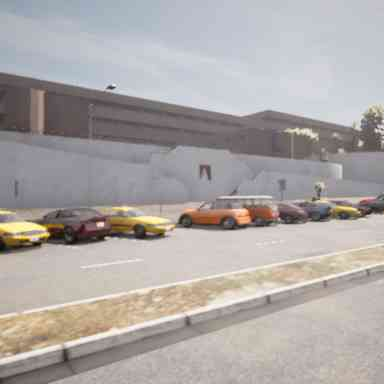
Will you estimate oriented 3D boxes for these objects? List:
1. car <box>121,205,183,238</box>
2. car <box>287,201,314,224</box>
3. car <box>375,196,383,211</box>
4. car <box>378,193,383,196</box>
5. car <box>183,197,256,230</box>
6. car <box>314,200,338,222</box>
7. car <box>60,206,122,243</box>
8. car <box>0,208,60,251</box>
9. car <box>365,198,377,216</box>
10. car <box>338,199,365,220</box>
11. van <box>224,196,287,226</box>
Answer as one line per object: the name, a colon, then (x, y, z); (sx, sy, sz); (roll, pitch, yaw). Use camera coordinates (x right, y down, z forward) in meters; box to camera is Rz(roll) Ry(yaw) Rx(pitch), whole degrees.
car: (-3.370, 1.492, 17.686); (5.366, 1.575, 1.946); (-1, -1, 35)
car: (6.202, 1.519, 24.708); (4.674, 1.452, 2.002); (-1, 0, 35)
car: (18.360, 1.394, 33.366); (4.674, 1.452, 2.002); (-1, 0, 35)
car: (20.757, 1.067, 35.115); (5.566, 2.045, 2.435); (-1, 0, 35)
car: (1.360, 1.370, 21.233); (4.553, 1.767, 2.185); (-1, 0, 35)
car: (8.605, 1.496, 26.458); (4.792, 1.488, 2.163); (-1, 0, 35)
car: (-5.980, 1.525, 16.073); (4.792, 1.488, 2.163); (-1, -1, 35)
car: (-8.230, 1.488, 14.226); (5.366, 1.575, 1.946); (-1, -1, 35)
car: (13.521, 1.448, 29.892); (4.792, 1.488, 2.163); (-1, -1, 35)
car: (11.220, 1.438, 28.076); (5.366, 1.575, 1.946); (-1, -1, 35)
van: (3.870, 1.264, 22.925); (4.442, 1.987, 1.878); (-1, -1, 35)
